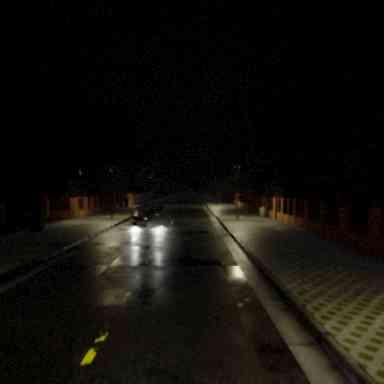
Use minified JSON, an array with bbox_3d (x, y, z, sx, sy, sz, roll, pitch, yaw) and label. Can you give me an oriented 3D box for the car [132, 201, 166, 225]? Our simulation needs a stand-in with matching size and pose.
[{"bbox_3d":[-2.804,1.340,22.562,1.812,1.442,4.674,0,0,0],"label":"car"}]
